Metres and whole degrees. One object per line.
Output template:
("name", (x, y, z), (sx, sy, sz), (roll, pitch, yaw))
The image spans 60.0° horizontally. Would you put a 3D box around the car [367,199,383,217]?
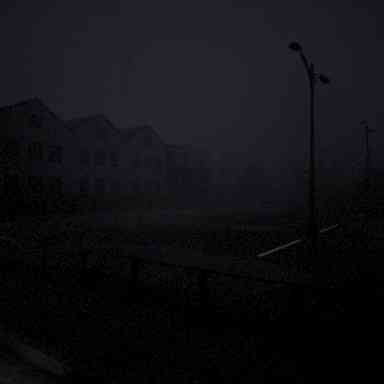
("car", (15.411, 1.298, 26.818), (2.007, 1.523, 4.514), (0, 0, 35))
